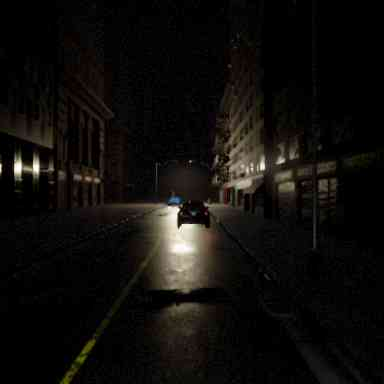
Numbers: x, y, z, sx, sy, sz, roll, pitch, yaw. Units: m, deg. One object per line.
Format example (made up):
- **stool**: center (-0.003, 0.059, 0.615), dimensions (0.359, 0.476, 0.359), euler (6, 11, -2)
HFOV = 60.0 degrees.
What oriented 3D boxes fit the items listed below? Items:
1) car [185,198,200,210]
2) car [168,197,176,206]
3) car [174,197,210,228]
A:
- **car**: center (0.105, 1.589, 45.155), dimensions (1.882, 1.535, 5.008), euler (0, 0, 0)
- **car**: center (-2.995, 1.640, 57.195), dimensions (1.882, 1.535, 5.008), euler (0, -1, 0)
- **car**: center (0.101, 1.395, 22.772), dimensions (2.097, 1.767, 4.553), euler (0, 0, 0)
